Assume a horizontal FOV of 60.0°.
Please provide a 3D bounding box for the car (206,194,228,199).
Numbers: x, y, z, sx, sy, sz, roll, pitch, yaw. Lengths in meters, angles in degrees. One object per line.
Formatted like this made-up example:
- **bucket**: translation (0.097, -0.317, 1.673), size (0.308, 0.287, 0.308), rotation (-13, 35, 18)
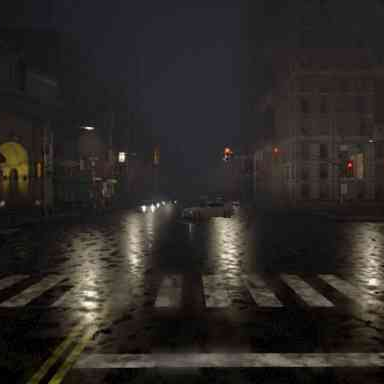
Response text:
- **car**: translation (3.633, 1.491, 49.634), size (2.128, 1.511, 4.902), rotation (0, 0, -1)

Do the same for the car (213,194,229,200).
- **car**: translation (8.270, 1.466, 94.411), size (1.882, 1.535, 5.008), rotation (0, 0, 38)

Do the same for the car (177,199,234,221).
- **car**: translation (1.315, 1.525, 27.509), size (4.674, 1.442, 1.812), rotation (0, 0, -30)

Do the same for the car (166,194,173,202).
- **car**: translation (-6.440, 1.525, 75.886), size (2.128, 1.511, 4.902), rotation (0, 0, 7)

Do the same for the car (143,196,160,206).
- **car**: translation (-7.013, 1.601, 56.096), size (1.895, 1.301, 4.718), rotation (0, 0, 1)

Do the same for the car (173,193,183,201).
- **car**: translation (-3.966, 1.224, 85.950), size (2.150, 2.045, 5.566), rotation (0, 0, 19)

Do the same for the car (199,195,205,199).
- **car**: translation (3.319, 1.524, 85.422), size (1.812, 1.442, 4.674), rotation (0, 0, 22)

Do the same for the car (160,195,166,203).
- **car**: translation (-6.979, 1.491, 65.733), size (2.128, 1.511, 4.902), rotation (0, 0, 1)
